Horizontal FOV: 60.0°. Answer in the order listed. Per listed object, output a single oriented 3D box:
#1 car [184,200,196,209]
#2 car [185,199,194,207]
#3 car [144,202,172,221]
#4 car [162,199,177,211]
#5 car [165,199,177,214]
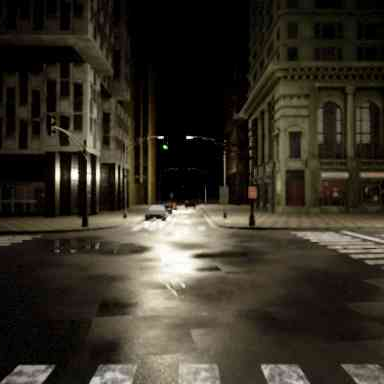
[{"bbox_3d":[-0.305,2.215,59.753,1.837,1.490,4.892,0,0,-1],"label":"car"},{"bbox_3d":[-0.503,2.356,71.382,1.812,1.442,4.674,0,-1,-1],"label":"car"},{"bbox_3d":[-3.250,1.935,31.283,2.033,1.411,5.357,0,-1,-1],"label":"car"},{"bbox_3d":[-3.419,1.970,51.492,2.097,1.767,4.553,0,-1,0],"label":"car"},{"bbox_3d":[-3.338,1.994,41.198,2.128,1.511,4.902,0,-1,-1],"label":"car"}]
